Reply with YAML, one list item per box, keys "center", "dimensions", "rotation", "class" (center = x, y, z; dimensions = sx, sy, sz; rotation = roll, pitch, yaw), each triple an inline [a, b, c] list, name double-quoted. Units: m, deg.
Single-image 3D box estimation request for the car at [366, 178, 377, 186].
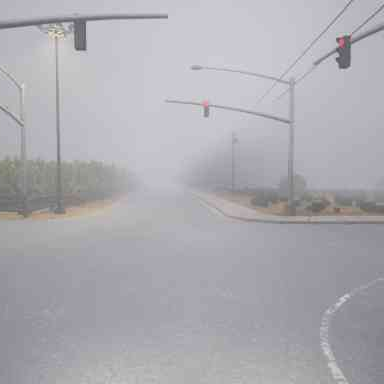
- center: [42.091, -2.341, 77.688]
  dimensions: [1.905, 1.878, 3.866]
  rotation: [10, 10, 41]
  class: "car"
